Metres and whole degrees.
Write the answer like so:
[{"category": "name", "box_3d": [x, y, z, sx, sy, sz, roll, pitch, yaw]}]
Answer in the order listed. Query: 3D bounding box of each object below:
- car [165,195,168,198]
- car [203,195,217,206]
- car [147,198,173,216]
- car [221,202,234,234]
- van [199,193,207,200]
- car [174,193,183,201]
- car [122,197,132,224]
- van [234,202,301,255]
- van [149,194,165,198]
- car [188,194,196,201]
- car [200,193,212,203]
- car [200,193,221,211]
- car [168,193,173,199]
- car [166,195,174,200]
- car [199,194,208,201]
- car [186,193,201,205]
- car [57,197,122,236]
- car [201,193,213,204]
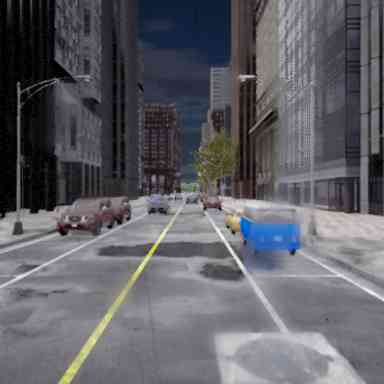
[{"category": "car", "box_3d": [-5.689, 1.454, 58.007, 1.947, 1.339, 4.313, 0, 0, 0]}, {"category": "car", "box_3d": [2.839, 1.336, 52.356, 1.967, 1.590, 4.097, 0, 0, 0]}, {"category": "car", "box_3d": [-3.108, 1.539, 31.948, 1.895, 1.301, 4.718, 0, 0, 0]}, {"category": "car", "box_3d": [2.853, 1.497, 18.689, 1.752, 1.417, 4.829, 0, 0, 0]}, {"category": "van", "box_3d": [2.826, 1.222, 86.194, 1.690, 1.788, 3.998, 0, 0, 0]}, {"category": "car", "box_3d": [-3.028, 1.337, 75.315, 1.837, 1.490, 4.892, 0, 0, 0]}, {"category": "car", "box_3d": [-5.675, 1.274, 24.176, 2.192, 1.841, 5.009, 0, 0, 0]}, {"category": "van", "box_3d": [2.855, 1.325, 12.877, 1.690, 1.788, 3.998, 0, 0, 0]}, {"category": "van", "box_3d": [-5.685, 1.236, 52.368, 1.690, 1.788, 3.998, 0, 0, 0]}, {"category": "car", "box_3d": [-0.029, 1.360, 77.470, 1.882, 1.535, 5.008, 0, 0, 0]}, {"category": "car", "box_3d": [2.832, 1.199, 69.275, 2.192, 1.841, 5.009, 0, 0, 0]}, {"category": "car", "box_3d": [2.372, 1.272, 39.629, 2.097, 1.767, 4.553, 0, 0, 0]}, {"category": "car", "box_3d": [-5.693, 1.324, 69.286, 1.967, 1.590, 4.097, 0, 0, 0]}, {"category": "car", "box_3d": [-5.700, 1.462, 86.203, 1.802, 1.307, 4.206, 0, 0, 0]}, {"category": "car", "box_3d": [2.828, 1.322, 80.554, 1.967, 1.590, 4.097, 0, 0, 0]}, {"category": "car", "box_3d": [-0.022, 1.241, 58.067, 2.097, 1.767, 4.553, 0, 0, 0]}, {"category": "car", "box_3d": [-5.673, 1.287, 18.536, 2.192, 1.841, 5.009, 0, 0, 0]}, {"category": "car", "box_3d": [2.834, 1.201, 63.636, 2.192, 1.841, 5.009, 0, 0, 0]}]
